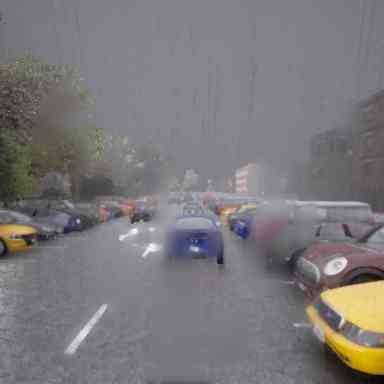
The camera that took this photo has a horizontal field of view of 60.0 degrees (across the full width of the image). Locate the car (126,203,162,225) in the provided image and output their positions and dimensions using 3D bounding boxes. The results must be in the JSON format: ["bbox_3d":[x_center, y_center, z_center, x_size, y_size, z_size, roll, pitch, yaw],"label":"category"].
[{"bbox_3d":[-3.611,1.775,26.093,1.895,1.301,4.718,0,0,0],"label":"car"}]

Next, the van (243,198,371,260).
[{"bbox_3d":[4.417,1.339,12.741,4.442,1.987,1.878,0,0,0],"label":"van"}]

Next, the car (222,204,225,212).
[{"bbox_3d":[4.528,1.659,21.090,4.674,1.452,2.002,0,0,0],"label":"car"}]

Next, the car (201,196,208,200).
[{"bbox_3d":[4.334,1.750,46.140,5.366,1.575,1.946,0,0,0],"label":"car"}]

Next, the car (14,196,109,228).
[{"bbox_3d":[-8.522,1.376,21.059,5.566,2.045,2.435,0,0,0],"label":"car"}]

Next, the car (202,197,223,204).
[{"bbox_3d":[4.493,1.916,73.830,4.674,1.452,2.002,-1,0,0],"label":"car"}]

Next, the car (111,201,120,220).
[{"bbox_3d":[-8.555,1.700,26.627,4.674,1.452,2.002,0,0,0],"label":"car"}]

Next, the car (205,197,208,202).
[{"bbox_3d":[4.515,1.741,43.357,4.892,1.521,2.231,0,0,0],"label":"car"}]

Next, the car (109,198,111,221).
[{"bbox_3d":[-8.520,1.518,23.843,4.553,1.767,2.185,0,0,0],"label":"car"}]

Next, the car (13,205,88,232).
[{"bbox_3d":[-8.577,1.639,18.270,4.792,1.488,2.163,0,0,0],"label":"car"}]

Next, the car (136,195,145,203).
[{"bbox_3d":[-8.529,1.470,37.769,5.566,2.045,2.435,0,0,0],"label":"car"}]

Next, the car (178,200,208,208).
[{"bbox_3d":[0.086,1.745,30.697,2.033,1.411,5.357,0,0,0],"label":"car"}]

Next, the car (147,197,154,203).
[{"bbox_3d":[-8.532,1.805,48.906,4.792,1.488,2.163,0,0,0],"label":"car"}]

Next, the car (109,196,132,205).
[{"bbox_3d":[-8.523,1.566,32.196,4.553,1.767,2.185,0,0,0],"label":"car"}]

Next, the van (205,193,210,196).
[{"bbox_3d":[4.634,1.553,51.707,4.442,1.987,1.878,0,0,0],"label":"van"}]

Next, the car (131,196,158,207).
[{"bbox_3d":[-8.535,1.699,60.047,4.553,1.767,2.185,0,0,0],"label":"car"}]

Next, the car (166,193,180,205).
[{"bbox_3d":[-3.531,1.594,67.502,2.150,2.045,5.566,0,0,0],"label":"car"}]

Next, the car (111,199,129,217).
[{"bbox_3d":[-8.548,1.676,29.412,5.008,1.535,2.097,0,0,0],"label":"car"}]

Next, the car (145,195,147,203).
[{"bbox_3d":[-8.591,1.624,43.338,4.553,1.767,2.185,0,0,0],"label":"car"}]

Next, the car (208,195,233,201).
[{"bbox_3d":[4.553,1.601,40.573,4.553,1.767,2.185,0,0,0],"label":"car"}]

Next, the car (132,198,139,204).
[{"bbox_3d":[-8.560,1.707,34.981,5.008,1.535,2.097,0,0,0],"label":"car"}]

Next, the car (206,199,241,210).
[{"bbox_3d":[4.525,1.767,48.923,4.892,1.521,2.231,0,0,0],"label":"car"}]

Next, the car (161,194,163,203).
[{"bbox_3d":[-8.600,1.723,65.492,4.553,1.767,2.185,0,0,0],"label":"car"}]

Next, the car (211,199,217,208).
[{"bbox_3d":[4.555,1.713,32.223,4.792,1.488,2.163,0,0,0],"label":"car"}]

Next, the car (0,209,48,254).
[{"bbox_3d":[-8.552,1.574,12.702,5.008,1.535,2.097,0,0,0],"label":"car"}]

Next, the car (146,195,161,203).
[{"bbox_3d":[-8.593,1.560,57.138,5.566,2.045,2.435,0,0,0],"label":"car"}]

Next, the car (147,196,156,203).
[{"bbox_3d":[-8.568,1.788,51.692,5.008,1.535,2.097,0,0,0],"label":"car"}]

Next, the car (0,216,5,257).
[{"bbox_3d":[-8.548,1.596,9.917,4.674,1.452,2.002,0,0,0],"label":"car"}]

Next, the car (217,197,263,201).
[{"bbox_3d":[4.559,1.526,26.657,4.553,1.767,2.185,0,0,0],"label":"car"}]

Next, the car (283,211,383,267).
[{"bbox_3d":[4.567,1.401,7.049,4.553,1.767,2.185,0,0,0],"label":"car"}]

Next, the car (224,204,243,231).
[{"bbox_3d":[4.536,1.601,18.306,5.008,1.535,2.097,0,0,0],"label":"car"}]

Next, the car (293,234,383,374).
[{"bbox_3d":[4.351,1.505,4.390,5.366,1.575,1.946,0,0,0],"label":"car"}]

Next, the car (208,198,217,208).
[{"bbox_3d":[4.520,1.752,37.789,4.674,1.452,2.002,0,0,0],"label":"car"}]

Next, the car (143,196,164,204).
[{"bbox_3d":[-8.541,1.760,73.972,4.553,1.767,2.185,0,0,0],"label":"car"}]

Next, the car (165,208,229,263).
[{"bbox_3d":[0.086,1.563,12.356,1.882,1.535,5.008,0,0,0],"label":"car"}]

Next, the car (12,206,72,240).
[{"bbox_3d":[-8.554,1.593,15.487,4.892,1.521,2.231,0,0,0],"label":"car"}]

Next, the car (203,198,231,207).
[{"bbox_3d":[4.520,1.816,60.056,4.892,1.521,2.231,0,0,0],"label":"car"}]

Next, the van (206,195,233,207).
[{"bbox_3d":[4.631,1.577,57.149,4.442,1.987,1.878,0,0,0],"label":"van"}]

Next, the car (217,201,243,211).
[{"bbox_3d":[4.714,1.632,23.873,5.366,1.575,1.946,0,0,0],"label":"car"}]

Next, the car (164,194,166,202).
[{"bbox_3d":[-8.600,1.622,71.187,5.566,2.045,2.435,0,0,0],"label":"car"}]

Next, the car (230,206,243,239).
[{"bbox_3d":[4.527,1.583,15.523,5.008,1.535,2.097,0,0,0],"label":"car"}]

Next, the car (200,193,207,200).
[{"bbox_3d":[4.544,1.540,54.491,5.566,2.045,2.435,0,0,0],"label":"car"}]

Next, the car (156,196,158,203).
[{"bbox_3d":[-8.749,1.797,54.352,5.366,1.575,1.946,0,0,0],"label":"car"}]
